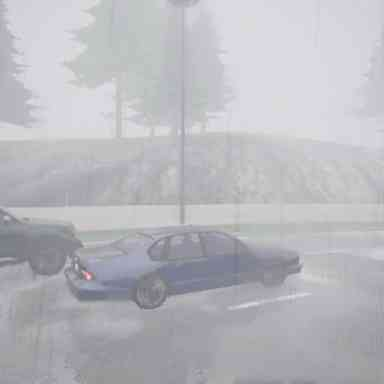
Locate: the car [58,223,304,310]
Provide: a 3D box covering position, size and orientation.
[{"bbox_3d":[0.006,1.482,7.562,5.357,1.411,2.033,0,0,-28],"label":"car"}]

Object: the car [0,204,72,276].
[{"bbox_3d":[-5.694,1.119,8.343,5.566,2.045,2.150,0,0,-35],"label":"car"}]
